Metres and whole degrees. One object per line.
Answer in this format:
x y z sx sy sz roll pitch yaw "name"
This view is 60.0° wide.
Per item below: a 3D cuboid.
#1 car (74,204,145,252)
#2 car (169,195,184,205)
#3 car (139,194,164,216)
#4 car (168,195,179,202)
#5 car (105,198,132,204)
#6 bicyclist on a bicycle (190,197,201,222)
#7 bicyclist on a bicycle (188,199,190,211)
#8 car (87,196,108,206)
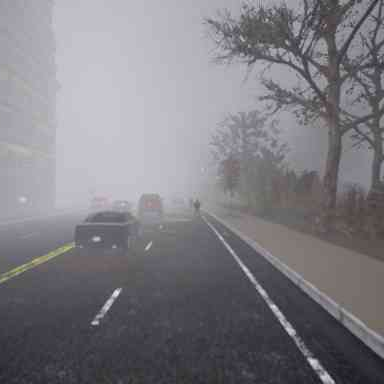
-3.334 1.468 13.944 1.882 1.535 5.008 0 0 -1 "car"
-2.475 1.505 57.929 1.994 1.385 4.181 0 0 -4 "car"
-3.995 1.194 32.679 2.150 2.045 5.566 0 0 -3 "car"
-4.202 1.457 75.139 2.033 1.411 5.357 0 0 -6 "car"
-7.624 1.521 36.204 2.033 1.411 5.357 0 0 -3 "car"
0.380 1.347 25.174 0.659 1.776 1.843 0 0 -2 "bicyclist on a bicycle"
-0.126 1.418 36.191 0.582 1.620 1.656 0 0 -3 "bicyclist on a bicycle"
-11.101 1.324 40.051 2.097 1.767 4.553 0 0 -3 "car"
